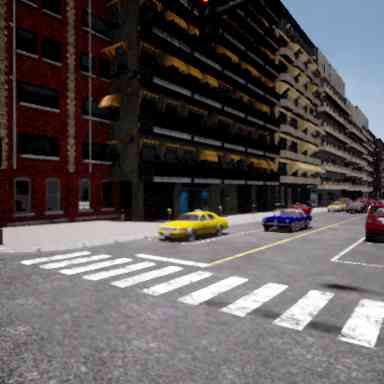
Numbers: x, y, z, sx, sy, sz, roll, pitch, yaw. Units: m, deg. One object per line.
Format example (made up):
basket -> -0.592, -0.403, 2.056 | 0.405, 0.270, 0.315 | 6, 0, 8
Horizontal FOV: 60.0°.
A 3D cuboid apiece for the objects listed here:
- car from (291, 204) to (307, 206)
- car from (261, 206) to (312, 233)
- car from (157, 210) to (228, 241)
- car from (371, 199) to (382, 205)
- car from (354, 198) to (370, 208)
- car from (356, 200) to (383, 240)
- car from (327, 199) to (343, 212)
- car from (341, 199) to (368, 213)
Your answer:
car -> 10.008, 1.831, 31.489 | 1.887, 1.381, 4.507 | -1, -1, 35
car -> 6.160, 1.794, 21.446 | 1.895, 1.301, 4.718 | 0, 0, 35
car -> 0.172, 1.636, 17.424 | 1.752, 1.417, 4.829 | -1, -1, 35
car -> 45.713, 2.460, 82.552 | 1.947, 1.339, 4.313 | -1, -1, 35
car -> 32.727, 1.996, 63.985 | 2.192, 1.841, 5.009 | -1, -1, 35
car -> 10.390, 1.528, 17.475 | 2.192, 1.841, 5.009 | -1, -1, 35
car -> 19.647, 1.981, 45.276 | 1.752, 1.417, 4.829 | -1, -1, 35
car -> 21.039, 2.002, 42.585 | 2.033, 1.411, 5.357 | 0, 0, 36
